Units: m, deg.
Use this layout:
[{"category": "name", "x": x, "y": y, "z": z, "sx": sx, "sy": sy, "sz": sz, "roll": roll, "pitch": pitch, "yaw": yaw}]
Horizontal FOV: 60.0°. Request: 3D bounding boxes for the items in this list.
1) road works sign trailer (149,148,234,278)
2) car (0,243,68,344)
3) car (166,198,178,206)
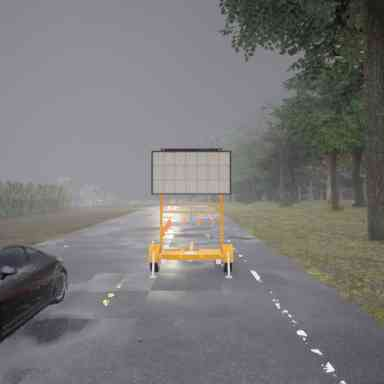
[{"category": "road works sign trailer", "x": -0.017, "y": 0.480, "z": 10.154, "sx": 2.380, "sy": 3.560, "sz": 2.880, "roll": 0, "pitch": 0, "yaw": 0}, {"category": "car", "x": -3.611, "y": 1.570, "z": 5.376, "sx": 1.994, "sy": 1.385, "sz": 4.181, "roll": 0, "pitch": 0, "yaw": 0}, {"category": "car", "x": -3.610, "y": 1.849, "z": 61.263, "sx": 2.128, "sy": 1.511, "sz": 4.902, "roll": 0, "pitch": -1, "yaw": 0}]
